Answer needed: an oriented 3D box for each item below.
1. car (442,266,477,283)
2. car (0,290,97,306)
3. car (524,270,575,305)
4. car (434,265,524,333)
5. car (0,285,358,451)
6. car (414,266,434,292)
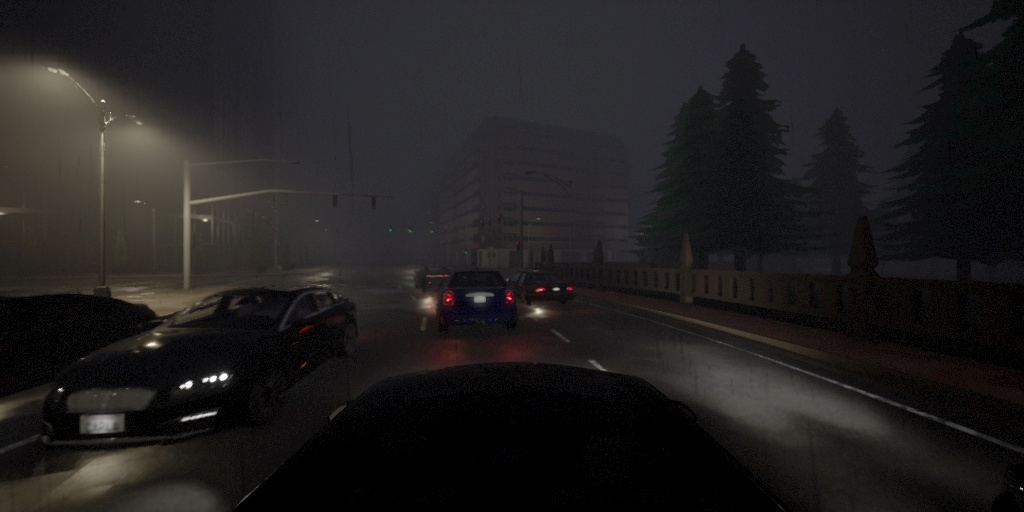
[{"bbox_3d":[-4.648,1.517,31.016,1.895,1.301,4.718,0,-1,-22],"label":"car"},{"bbox_3d":[-7.357,1.269,4.653,1.837,1.490,4.892,1,0,-5],"label":"car"},{"bbox_3d":[0.980,1.369,16.507,2.033,1.411,5.357,0,0,-18],"label":"car"},{"bbox_3d":[-1.279,1.148,11.259,2.097,1.767,4.553,0,0,-12],"label":"car"},{"bbox_3d":[-3.957,1.261,5.665,2.128,1.511,4.902,0,0,-6],"label":"car"},{"bbox_3d":[-4.889,1.342,22.215,2.128,1.511,4.902,0,0,-21],"label":"car"}]
